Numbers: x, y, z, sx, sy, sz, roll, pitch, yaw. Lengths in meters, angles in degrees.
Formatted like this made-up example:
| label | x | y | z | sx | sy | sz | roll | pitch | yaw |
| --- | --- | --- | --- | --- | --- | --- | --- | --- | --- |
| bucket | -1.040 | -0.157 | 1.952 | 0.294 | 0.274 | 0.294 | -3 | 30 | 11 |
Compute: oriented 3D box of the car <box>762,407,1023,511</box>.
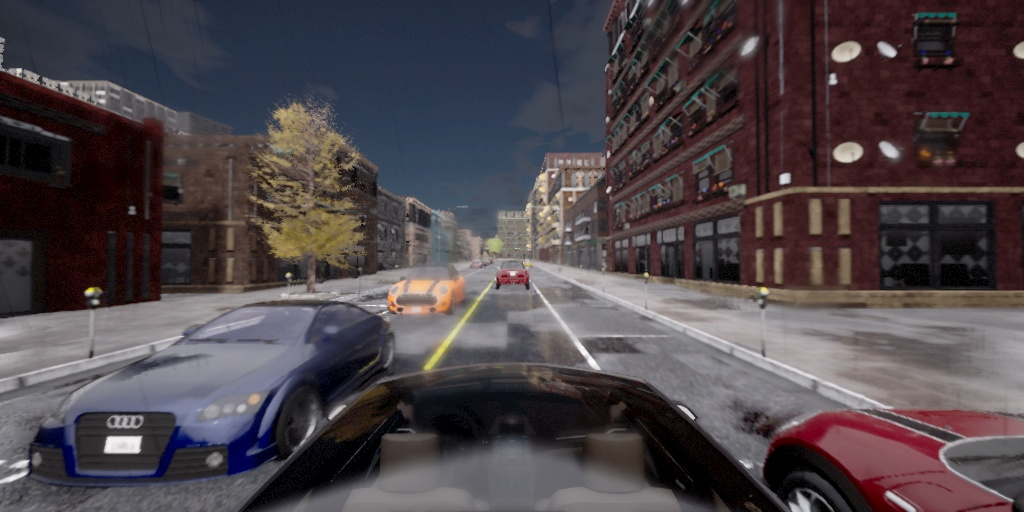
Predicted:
| label | x | y | z | sx | sy | sz | roll | pitch | yaw |
| --- | --- | --- | --- | --- | --- | --- | --- | --- | --- |
| car | 2.692 | 1.190 | 0.853 | 1.967 | 1.591 | 4.097 | 0 | 0 | 0 |

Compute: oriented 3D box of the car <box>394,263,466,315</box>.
| label | x | y | z | sx | sy | sz | roll | pitch | yaw |
| --- | --- | --- | --- | --- | --- | --- | --- | --- | --- |
| car | -2.996 | 1.104 | 13.513 | 2.097 | 1.767 | 4.553 | 0 | 0 | 0 |

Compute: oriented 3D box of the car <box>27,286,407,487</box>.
| label | x | y | z | sx | sy | sz | roll | pitch | yaw |
| --- | --- | --- | --- | --- | --- | --- | --- | --- | --- |
| car | -3.085 | 1.315 | 4.837 | 1.994 | 1.385 | 4.181 | 0 | 0 | 0 |

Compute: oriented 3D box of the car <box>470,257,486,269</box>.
| label | x | y | z | sx | sy | sz | roll | pitch | yaw |
| --- | --- | --- | --- | --- | --- | --- | --- | --- | --- |
| car | -5.676 | 1.203 | 57.660 | 1.967 | 1.591 | 4.097 | 0 | 0 | 0 |

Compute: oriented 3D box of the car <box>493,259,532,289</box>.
| label | x | y | z | sx | sy | sz | roll | pitch | yaw |
| --- | --- | --- | --- | --- | --- | --- | --- | --- | --- |
| car | 0.064 | 1.105 | 23.531 | 2.097 | 1.767 | 4.553 | 0 | 0 | 0 |
